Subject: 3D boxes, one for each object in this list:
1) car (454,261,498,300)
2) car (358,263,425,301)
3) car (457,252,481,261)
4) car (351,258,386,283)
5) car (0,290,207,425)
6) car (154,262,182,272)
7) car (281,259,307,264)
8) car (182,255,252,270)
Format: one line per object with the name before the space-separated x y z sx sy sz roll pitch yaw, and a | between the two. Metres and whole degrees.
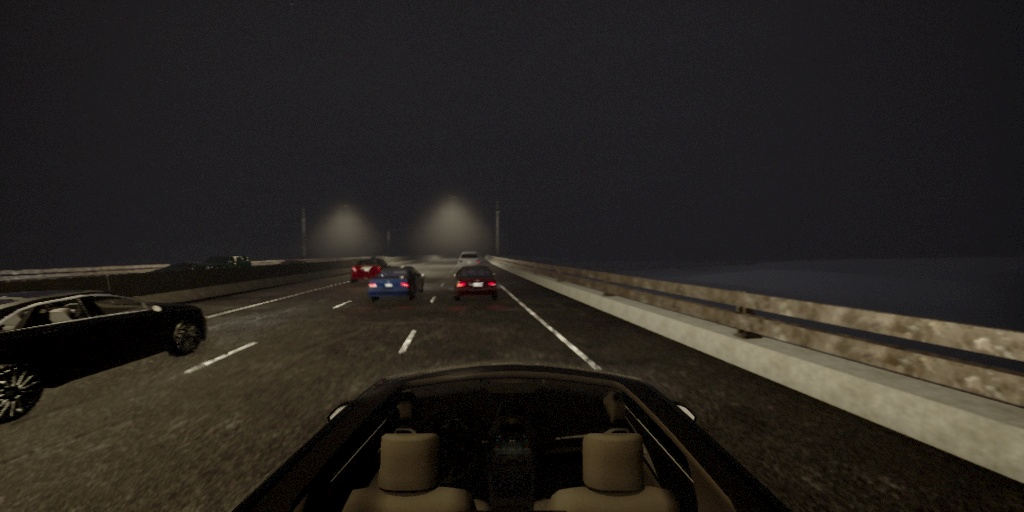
car | -1.703 1.140 16.559 2.033 1.411 5.357 -1 1 -7
car | -5.239 1.184 16.714 2.033 1.411 5.357 -1 1 -8
car | -4.285 0.626 36.131 2.150 2.045 5.566 -1 1 -7
car | -10.022 0.942 26.100 2.097 1.767 4.553 -1 1 -7
car | -7.204 1.287 5.643 2.128 1.511 4.902 -1 1 -8
car | -28.502 1.284 31.157 1.837 1.490 4.892 -1 1 -7
car | -22.048 1.119 35.995 1.882 1.535 5.008 -1 0 -7
car | -24.972 0.955 31.056 2.150 2.045 5.566 -1 1 -7
